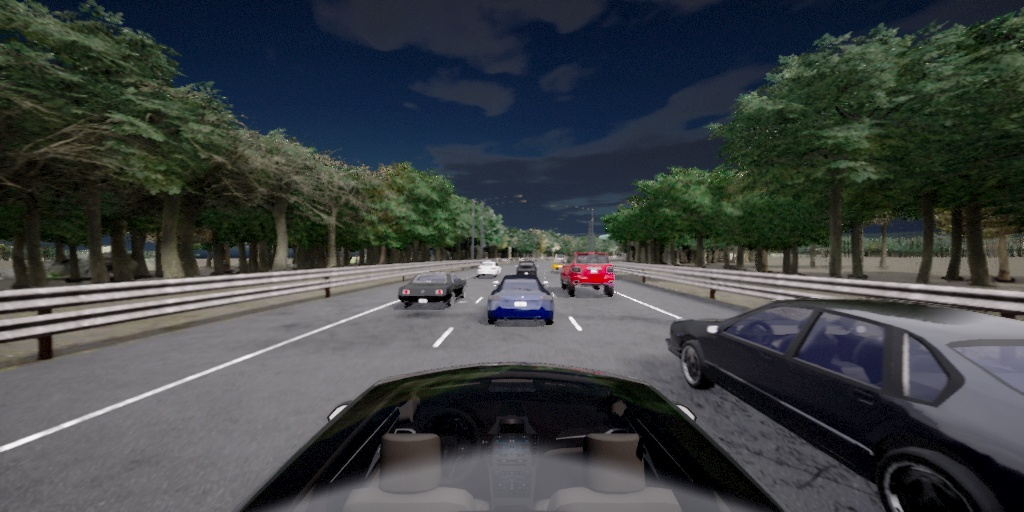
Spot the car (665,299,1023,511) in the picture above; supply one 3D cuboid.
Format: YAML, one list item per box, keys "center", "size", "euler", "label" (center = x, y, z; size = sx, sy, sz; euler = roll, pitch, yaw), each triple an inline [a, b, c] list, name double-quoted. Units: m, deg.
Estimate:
- center: [3.493, 1.151, 3.568]
  size: [2.033, 1.411, 5.357]
  euler: [0, 0, 0]
  label: "car"

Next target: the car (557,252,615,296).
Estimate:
- center: [3.906, 0.818, 19.241]
  size: [2.150, 2.045, 5.566]
  euler: [0, 0, 2]
  label: "car"

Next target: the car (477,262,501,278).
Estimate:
- center: [-2.079, 1.238, 33.281]
  size: [1.812, 1.442, 4.674]
  euler: [0, 0, 5]
  label: "car"

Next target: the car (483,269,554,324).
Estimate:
- center: [0.288, 1.304, 11.955]
  size: [1.994, 1.385, 4.181]
  euler: [0, 0, 1]
  label: "car"

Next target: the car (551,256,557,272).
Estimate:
- center: [5.667, 1.045, 42.637]
  size: [1.882, 1.535, 5.008]
  euler: [0, 0, 6]
  label: "car"

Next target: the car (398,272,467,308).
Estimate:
- center: [-3.127, 1.334, 15.162]
  size: [1.895, 1.301, 4.718]
  euler: [0, 0, 2]
  label: "car"

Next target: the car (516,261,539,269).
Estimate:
- center: [1.388, 1.222, 32.724]
  size: [1.837, 1.490, 4.892]
  euler: [0, 0, 4]
  label: "car"
